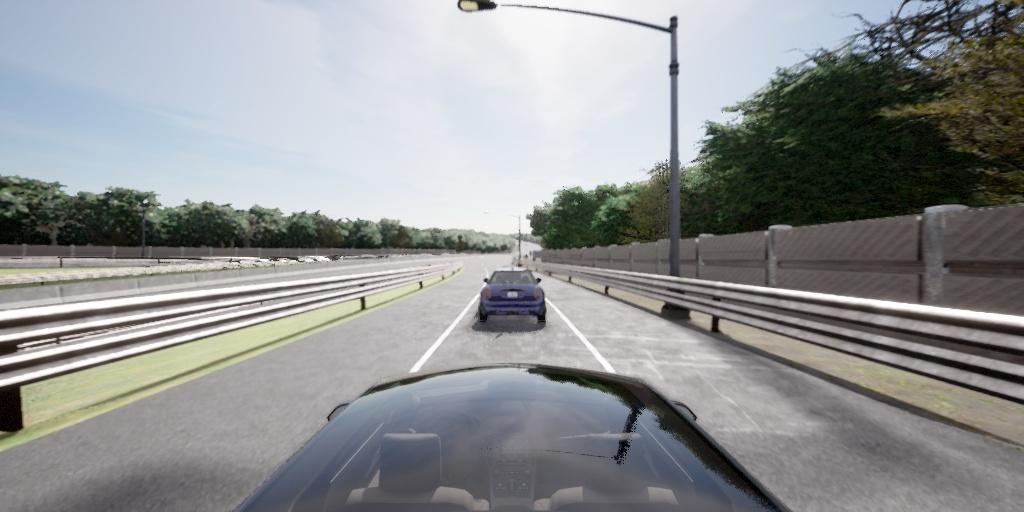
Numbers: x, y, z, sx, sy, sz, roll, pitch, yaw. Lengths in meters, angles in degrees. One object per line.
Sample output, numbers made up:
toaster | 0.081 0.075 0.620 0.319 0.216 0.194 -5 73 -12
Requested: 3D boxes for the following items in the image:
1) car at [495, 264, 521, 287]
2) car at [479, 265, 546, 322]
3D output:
car | -0.348 1.449 28.143 1.837 1.490 4.892 0 0 -2
car | 0.014 1.184 12.876 2.097 1.767 4.553 0 0 0
